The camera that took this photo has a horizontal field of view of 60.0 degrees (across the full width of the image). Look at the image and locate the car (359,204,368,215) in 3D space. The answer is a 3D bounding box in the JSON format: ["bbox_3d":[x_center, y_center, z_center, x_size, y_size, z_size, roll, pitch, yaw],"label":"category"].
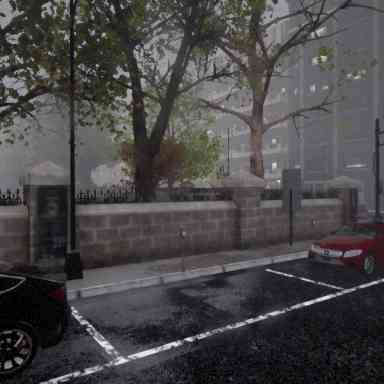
[{"bbox_3d":[11.683,1.106,26.912,2.097,1.767,4.553,0,1,-37],"label":"car"}]

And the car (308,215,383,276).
[{"bbox_3d":[5.384,1.581,10.286,4.206,1.307,1.802,0,0,-35],"label":"car"}]

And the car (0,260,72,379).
[{"bbox_3d":[-3.696,1.566,3.955,4.313,1.339,1.947,0,0,-35],"label":"car"}]
